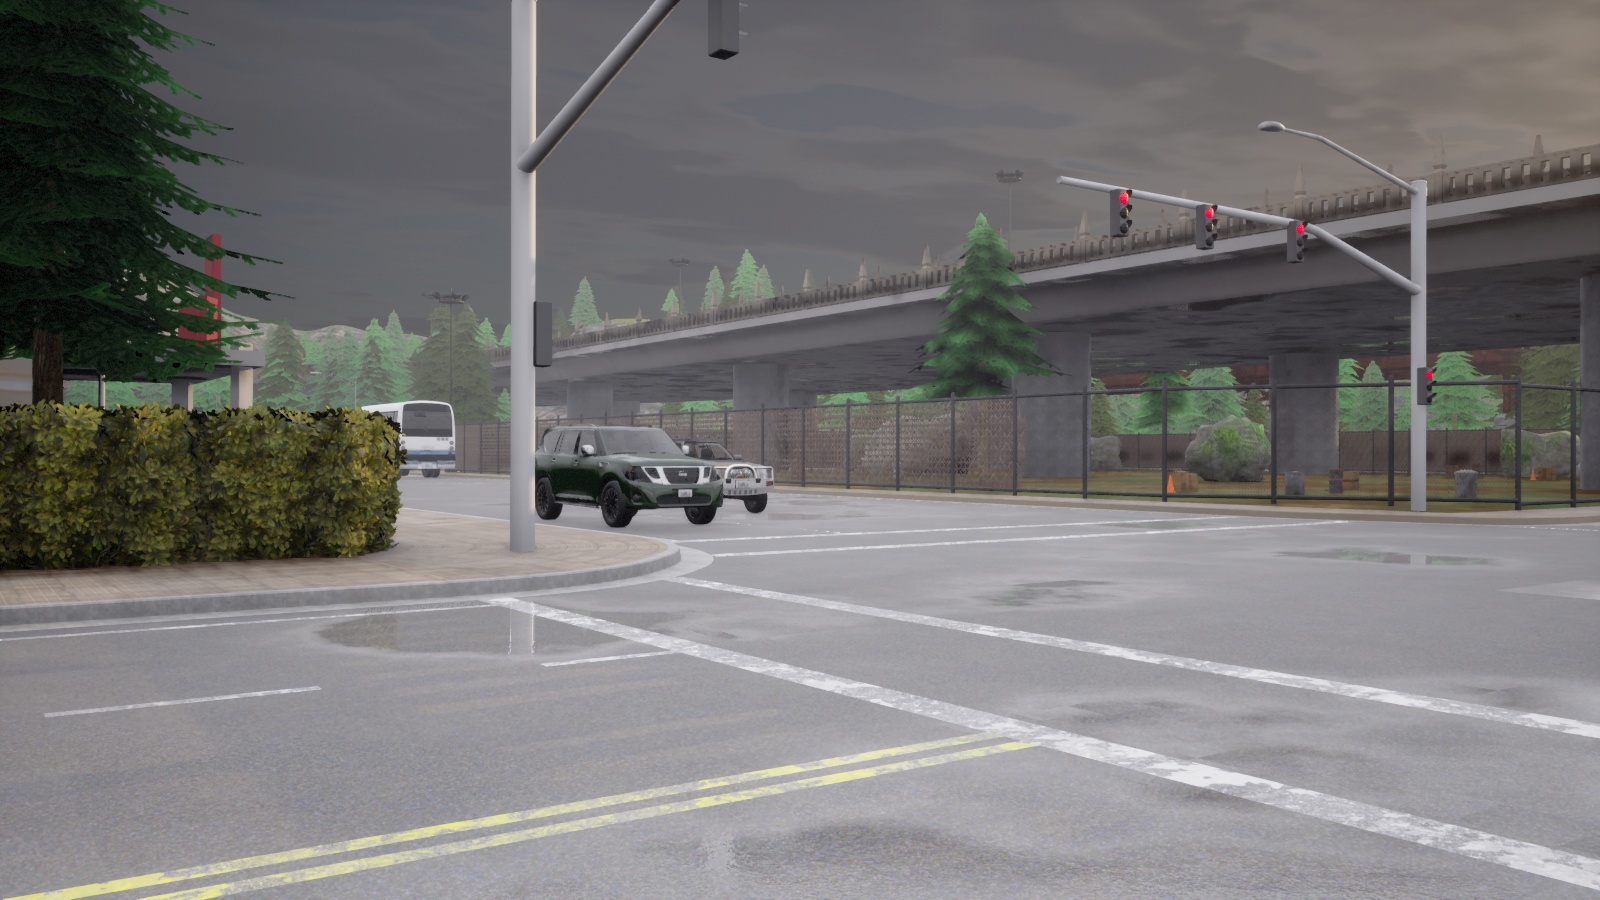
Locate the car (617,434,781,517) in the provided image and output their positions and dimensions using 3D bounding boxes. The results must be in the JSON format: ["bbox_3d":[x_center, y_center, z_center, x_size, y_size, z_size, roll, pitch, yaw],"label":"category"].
[{"bbox_3d":[-2.549,0.586,30.481,1.932,1.855,4.605,0,0,-35],"label":"car"}]

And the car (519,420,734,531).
[{"bbox_3d":[-3.753,0.480,26.071,2.150,2.045,5.566,0,0,-35],"label":"car"}]

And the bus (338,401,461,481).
[{"bbox_3d":[-23.356,-0.459,72.806,3.944,4.253,10.273,0,0,-35],"label":"bus"}]
